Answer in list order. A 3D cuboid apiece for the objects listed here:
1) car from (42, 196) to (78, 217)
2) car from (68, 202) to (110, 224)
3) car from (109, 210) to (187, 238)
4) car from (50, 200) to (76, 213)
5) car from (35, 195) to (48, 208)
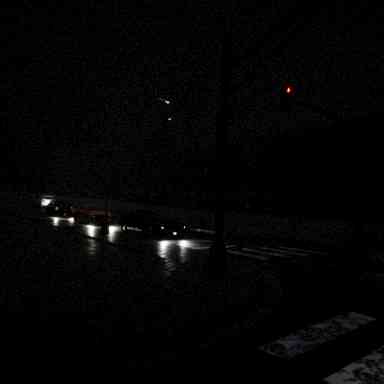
[{"bbox_3d":[-14.084,1.679,35.419,2.097,1.767,4.553,4,-2,-35],"label":"car"},{"bbox_3d":[-8.232,1.770,27.243,1.882,1.535,5.008,4,-3,-36],"label":"car"},{"bbox_3d":[-2.511,1.761,19.211,2.033,1.411,5.357,4,-3,-38],"label":"car"},{"bbox_3d":[-17.731,1.941,45.439,2.128,1.511,4.902,4,-2,-35],"label":"car"},{"bbox_3d":[-23.602,1.549,53.570,2.150,2.045,5.566,4,-1,-36],"label":"car"}]
